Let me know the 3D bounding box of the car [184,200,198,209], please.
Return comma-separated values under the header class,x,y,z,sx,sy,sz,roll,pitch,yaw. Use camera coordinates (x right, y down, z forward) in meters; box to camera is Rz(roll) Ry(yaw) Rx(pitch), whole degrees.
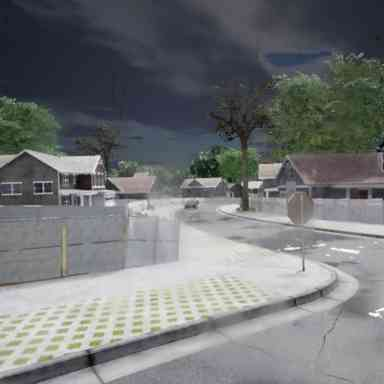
class,x,y,z,sx,sy,sz,roll,pitch,yaw
car,-0.091,2.051,54.873,1.837,1.490,4.892,-2,-1,7
